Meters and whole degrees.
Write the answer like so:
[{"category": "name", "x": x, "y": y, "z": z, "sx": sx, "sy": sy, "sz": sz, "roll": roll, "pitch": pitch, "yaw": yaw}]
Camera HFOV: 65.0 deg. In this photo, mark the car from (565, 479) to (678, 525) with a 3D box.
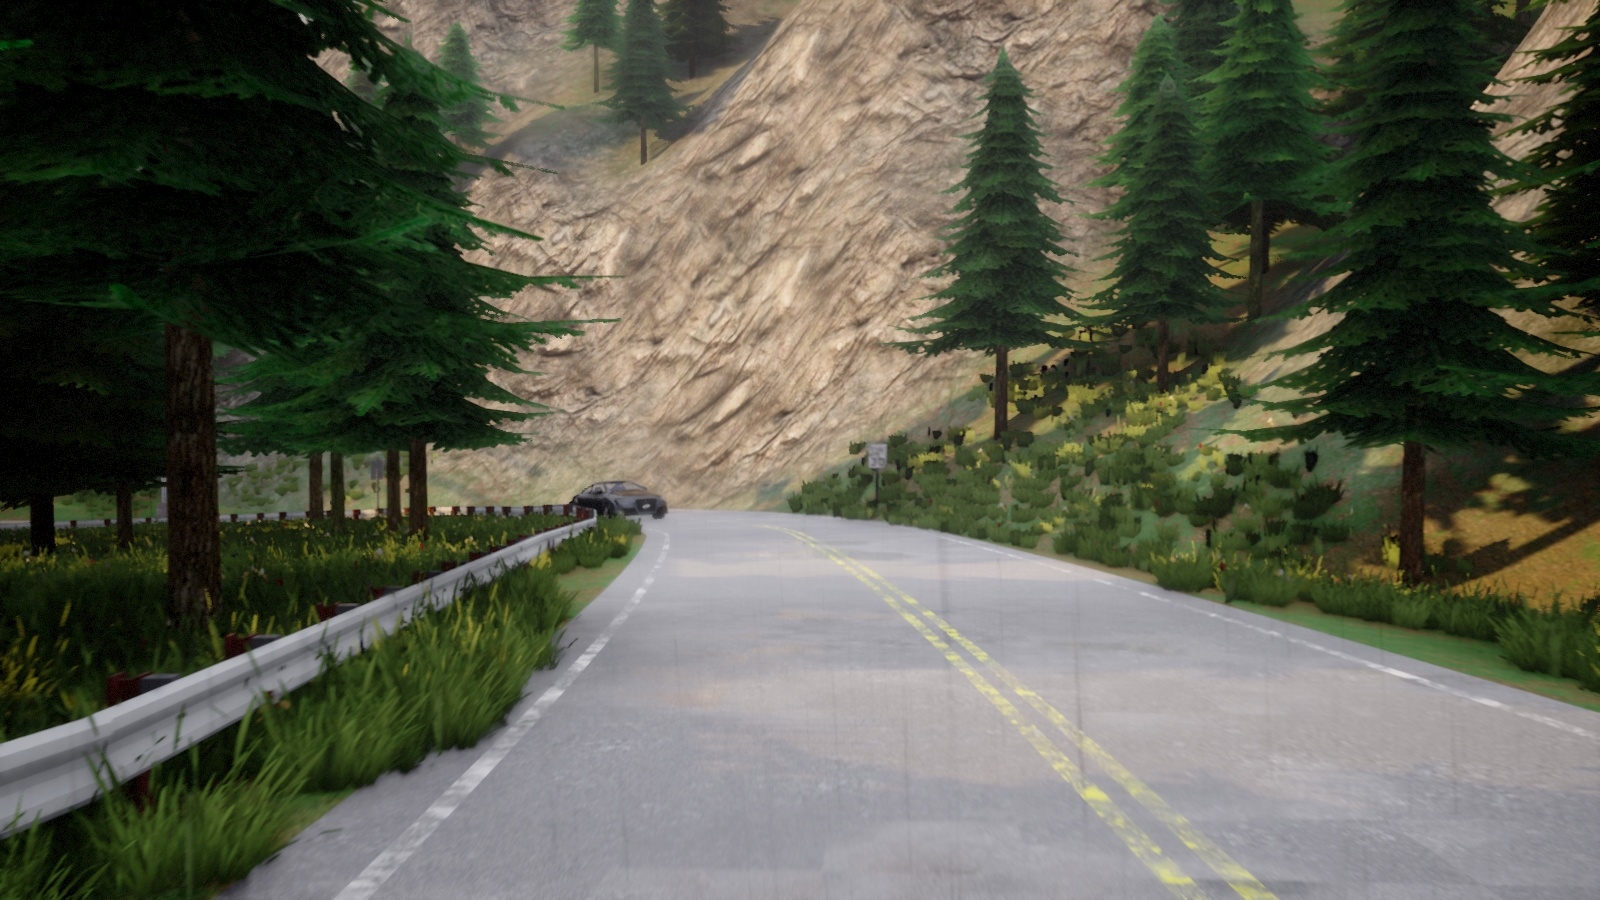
[{"category": "car", "x": -6.126, "y": 1.761, "z": 42.733, "sx": 1.994, "sy": 1.385, "sz": 4.181, "roll": -3, "pitch": -1, "yaw": -36}]
